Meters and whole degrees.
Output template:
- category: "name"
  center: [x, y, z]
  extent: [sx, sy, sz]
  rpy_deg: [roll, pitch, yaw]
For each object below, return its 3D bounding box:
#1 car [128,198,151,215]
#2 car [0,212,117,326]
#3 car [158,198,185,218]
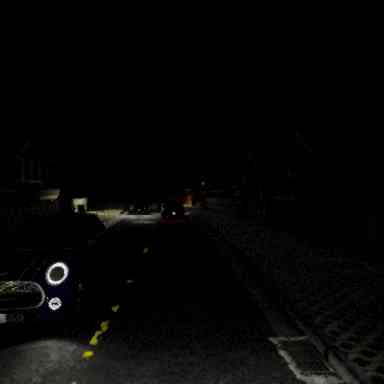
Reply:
- category: "car"
  center: [-5.217, 1.406, 33.013]
  extent: [1.837, 1.490, 4.892]
  rpy_deg: [0, 0, -8]
- category: "car"
  center: [-3.067, 1.321, 7.303]
  extent: [2.097, 1.767, 4.553]
  rpy_deg: [0, 0, -2]
- category: "car"
  center: [-1.689, 1.409, 28.523]
  extent: [1.837, 1.490, 4.892]
  rpy_deg: [0, 0, -7]
